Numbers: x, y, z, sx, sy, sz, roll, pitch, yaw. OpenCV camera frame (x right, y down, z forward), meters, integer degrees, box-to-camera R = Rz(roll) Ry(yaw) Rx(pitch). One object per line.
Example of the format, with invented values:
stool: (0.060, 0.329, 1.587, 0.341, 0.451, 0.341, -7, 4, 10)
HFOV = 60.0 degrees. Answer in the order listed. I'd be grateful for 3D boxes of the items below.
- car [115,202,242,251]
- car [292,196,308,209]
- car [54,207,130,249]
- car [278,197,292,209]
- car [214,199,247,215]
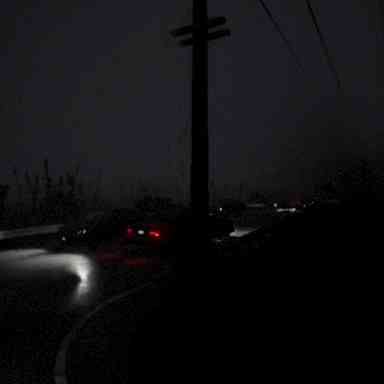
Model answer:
car: (-0.287, 1.401, 13.612, 2.033, 1.411, 5.357, 0, 1, 37)
car: (11.943, 1.172, 34.003, 1.812, 1.442, 4.674, 0, -1, 29)
car: (-3.607, 1.408, 14.367, 1.812, 1.442, 4.674, 0, 1, 30)
car: (12.385, 1.428, 42.347, 1.882, 1.535, 5.008, 0, -3, 29)
car: (2.406, 1.194, 24.792, 1.895, 1.301, 4.718, 0, 1, 30)
